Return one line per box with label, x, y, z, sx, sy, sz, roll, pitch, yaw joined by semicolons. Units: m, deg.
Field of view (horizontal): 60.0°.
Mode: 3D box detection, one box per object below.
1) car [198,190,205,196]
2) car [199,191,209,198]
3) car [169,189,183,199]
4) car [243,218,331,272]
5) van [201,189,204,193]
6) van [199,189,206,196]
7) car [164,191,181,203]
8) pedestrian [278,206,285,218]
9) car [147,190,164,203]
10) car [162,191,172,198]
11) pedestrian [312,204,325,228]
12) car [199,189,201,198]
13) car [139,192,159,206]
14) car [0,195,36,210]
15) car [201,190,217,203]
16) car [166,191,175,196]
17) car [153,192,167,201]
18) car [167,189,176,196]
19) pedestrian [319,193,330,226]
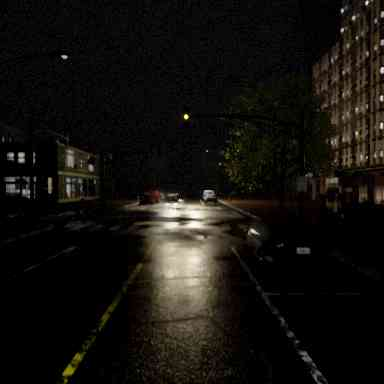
car;2.721;0.308;92.718;1.752;1.417;4.829;0;1;0
car;2.715;0.568;75.897;1.947;1.339;4.313;0;1;0
car;-3.008;0.361;65.354;2.150;2.045;5.566;0;1;1
car;2.697;1.431;10.118;1.947;1.339;4.313;0;1;0
van;2.710;0.634;53.692;1.690;1.788;3.998;0;1;0
van;2.720;0.198;86.995;1.690;1.788;3.998;0;1;0
car;-3.068;0.911;49.446;1.994;1.385;4.181;0;1;0
pedestrian;4.936;1.279;18.286;0.500;1.100;0.500;0;0;0
car;-5.672;0.680;48.141;2.192;1.841;5.009;0;1;0
car;-5.665;0.530;75.727;1.752;1.417;4.829;0;1;0
pedestrian;6.356;1.294;17.086;0.500;1.100;0.500;0;0;0
car;2.712;0.698;64.796;2.008;1.369;4.403;0;1;0
car;-5.675;1.020;42.594;1.802;1.307;4.206;0;1;0
car;-17.260;0.952;31.598;4.507;1.381;1.887;1;0;-1
car;2.707;0.888;48.314;1.752;1.417;4.829;0;1;0
car;-5.662;0.408;86.998;2.008;1.369;4.403;0;1;0
car;-5.670;0.771;59.245;2.008;1.369;4.403;0;1;0
car;-5.660;0.100;92.545;2.192;1.841;5.009;0;1;0
pedestrian;6.940;0.912;17.683;0.375;1.860;0.375;0;0;0
